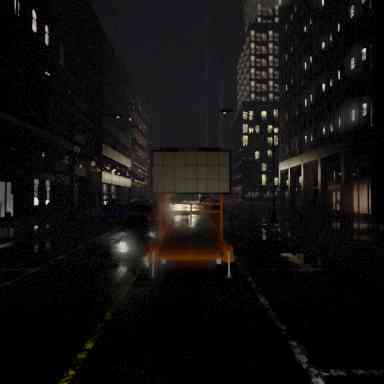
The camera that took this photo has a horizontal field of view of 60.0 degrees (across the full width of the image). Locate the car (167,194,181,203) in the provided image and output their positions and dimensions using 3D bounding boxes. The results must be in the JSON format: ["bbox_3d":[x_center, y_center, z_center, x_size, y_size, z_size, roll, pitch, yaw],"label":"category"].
[{"bbox_3d":[-3.211,1.476,62.867,1.812,1.442,4.674,0,0,0],"label":"car"}]

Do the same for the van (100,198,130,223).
[{"bbox_3d":[-5.734,1.334,25.209,1.690,1.788,3.998,1,0,0],"label":"van"}]

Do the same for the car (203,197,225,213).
[{"bbox_3d":[2.614,1.536,36.514,2.008,1.369,4.403,1,0,0],"label":"car"}]

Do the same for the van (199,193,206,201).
[{"bbox_3d":[2.515,1.257,82.098,1.690,1.788,3.998,1,0,0],"label":"van"}]

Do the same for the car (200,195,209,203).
[{"bbox_3d":[2.586,1.517,47.910,1.887,1.381,4.507,1,0,0],"label":"car"}]

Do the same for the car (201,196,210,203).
[{"bbox_3d":[2.600,1.530,42.211,2.008,1.369,4.403,1,0,0],"label":"car"}]

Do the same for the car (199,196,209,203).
[{"bbox_3d":[2.529,1.488,70.702,2.008,1.369,4.403,1,0,0],"label":"car"}]

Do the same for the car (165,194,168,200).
[{"bbox_3d":[-5.823,1.538,59.402,1.802,1.307,4.206,1,0,0],"label":"car"}]

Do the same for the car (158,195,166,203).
[{"bbox_3d":[-5.809,1.515,53.705,2.008,1.369,4.403,1,0,0],"label":"car"}]

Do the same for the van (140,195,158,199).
[{"bbox_3d":[-5.777,1.320,42.307,1.690,1.788,3.998,1,0,0],"label":"van"}]

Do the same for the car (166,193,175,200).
[{"bbox_3d":[-5.902,1.208,93.595,2.192,1.841,5.009,1,0,0],"label":"car"}]

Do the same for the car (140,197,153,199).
[{"bbox_3d":[-5.767,1.551,36.610,1.947,1.339,4.313,1,0,0],"label":"car"}]

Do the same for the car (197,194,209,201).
[{"bbox_3d":[2.548,1.262,65.004,2.192,1.841,5.009,1,0,0],"label":"car"}]

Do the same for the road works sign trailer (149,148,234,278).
[{"bbox_3d":[-0.025,0.465,10.128,2.380,3.560,2.880,0,0,0],"label":"road works sign trailer"}]

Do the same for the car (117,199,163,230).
[{"bbox_3d":[-3.153,1.473,21.284,1.882,1.535,5.008,0,0,0],"label":"car"}]

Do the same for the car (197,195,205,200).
[{"bbox_3d":[2.463,1.471,87.796,1.947,1.339,4.313,1,0,0],"label":"car"}]
